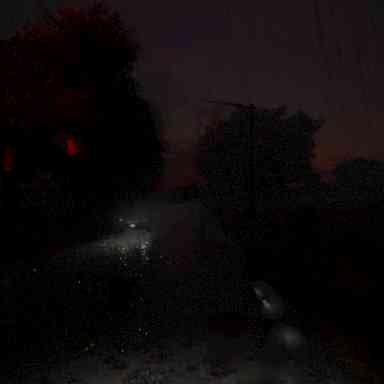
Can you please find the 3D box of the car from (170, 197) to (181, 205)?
[{"bbox_3d":[-3.018,1.701,61.527,2.033,1.411,5.357,0,-1,1],"label":"car"}]

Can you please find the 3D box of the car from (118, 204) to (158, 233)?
[{"bbox_3d":[-3.098,1.493,19.814,2.128,1.511,4.902,0,0,0],"label":"car"}]
